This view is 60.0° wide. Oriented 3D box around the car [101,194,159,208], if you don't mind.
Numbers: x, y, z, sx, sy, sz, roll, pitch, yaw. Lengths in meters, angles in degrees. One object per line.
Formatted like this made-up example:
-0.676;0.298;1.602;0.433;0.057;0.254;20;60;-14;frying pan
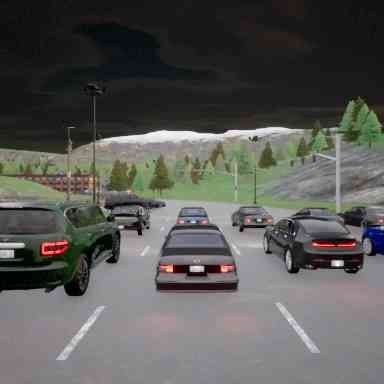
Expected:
-7.038;1.222;37.771;5.566;2.045;2.150;0;1;-21;car

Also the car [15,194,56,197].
-21.515;1.352;46.431;4.553;1.767;2.097;0;0;-1;car

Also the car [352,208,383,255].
7.079;1.478;10.076;1.882;1.535;5.008;0;0;0;car

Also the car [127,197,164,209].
-6.506;1.505;46.870;4.892;1.490;1.837;0;2;-42;car

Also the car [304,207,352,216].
7.039;1.564;19.064;1.994;1.385;4.181;0;0;0;car

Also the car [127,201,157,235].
-3.453;1.492;18.611;2.128;1.511;4.902;0;0;0;car

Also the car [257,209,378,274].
3.580;1.505;10.592;1.837;1.490;4.892;0;0;0;car

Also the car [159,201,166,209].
-5.734;1.601;42.602;4.718;1.301;1.895;0;0;-33;car

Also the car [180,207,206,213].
0.050;1.547;19.070;2.033;1.411;5.357;0;0;0;car

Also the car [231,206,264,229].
3.527;1.547;20.085;2.033;1.411;5.357;0;0;-1;car

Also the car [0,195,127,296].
-3.417;1.221;8.757;2.150;2.045;5.566;0;0;0;car

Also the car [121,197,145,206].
-9.732;1.564;55.190;1.994;1.385;4.181;1;0;25;car

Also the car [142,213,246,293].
0.085;1.547;9.000;2.033;1.411;5.357;0;0;0;car

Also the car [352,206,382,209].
10.528;1.547;20.036;2.033;1.411;5.357;0;0;-1;car

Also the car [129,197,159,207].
-7.371;1.525;51.609;1.812;1.442;4.674;1;1;34;car
